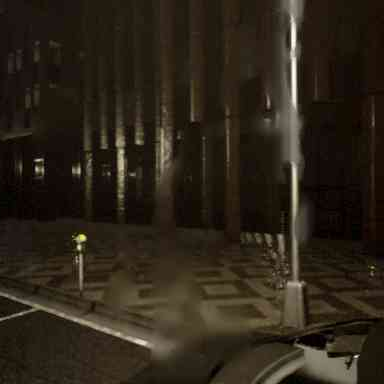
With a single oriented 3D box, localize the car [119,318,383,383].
[{"bbox_3d":[1.306,1.566,2.032,4.313,1.339,1.947,-1,0,36],"label":"car"}]
